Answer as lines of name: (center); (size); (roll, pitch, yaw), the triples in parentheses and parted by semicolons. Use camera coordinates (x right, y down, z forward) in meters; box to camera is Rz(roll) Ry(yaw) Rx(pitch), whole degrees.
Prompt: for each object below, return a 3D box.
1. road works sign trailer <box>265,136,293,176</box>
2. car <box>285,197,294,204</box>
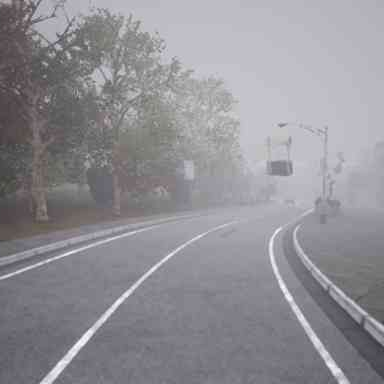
road works sign trailer: (8.125, -3.253, 31.295); (2.380, 3.560, 2.880); (2, 24, 27)
car: (21.275, 1.733, 72.434); (2.033, 1.411, 5.357); (2, 0, 17)
